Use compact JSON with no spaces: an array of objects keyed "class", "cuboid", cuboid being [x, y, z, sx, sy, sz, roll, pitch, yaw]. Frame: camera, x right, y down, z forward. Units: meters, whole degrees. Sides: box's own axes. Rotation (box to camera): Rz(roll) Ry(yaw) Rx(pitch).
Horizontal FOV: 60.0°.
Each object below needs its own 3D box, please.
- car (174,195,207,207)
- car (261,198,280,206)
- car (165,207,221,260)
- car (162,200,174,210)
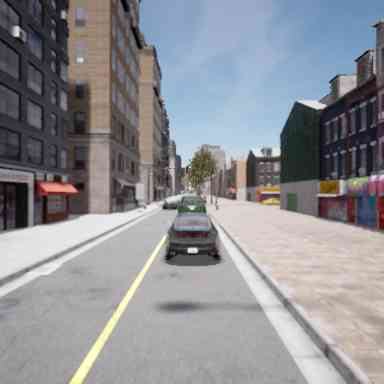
[{"class":"car","cuboid":[0.027,1.275,26.455,2.150,2.045,5.566,0,0,0]},{"class":"car","cuboid":[13.880,1.665,54.809,4.829,1.417,1.752,0,-1,0]},{"class":"car","cuboid":[0.041,1.535,12.635,1.837,1.490,4.892,0,0,1]},{"class":"car","cuboid":[-2.799,1.667,43.033,1.895,1.301,4.718,0,0,1]}]
